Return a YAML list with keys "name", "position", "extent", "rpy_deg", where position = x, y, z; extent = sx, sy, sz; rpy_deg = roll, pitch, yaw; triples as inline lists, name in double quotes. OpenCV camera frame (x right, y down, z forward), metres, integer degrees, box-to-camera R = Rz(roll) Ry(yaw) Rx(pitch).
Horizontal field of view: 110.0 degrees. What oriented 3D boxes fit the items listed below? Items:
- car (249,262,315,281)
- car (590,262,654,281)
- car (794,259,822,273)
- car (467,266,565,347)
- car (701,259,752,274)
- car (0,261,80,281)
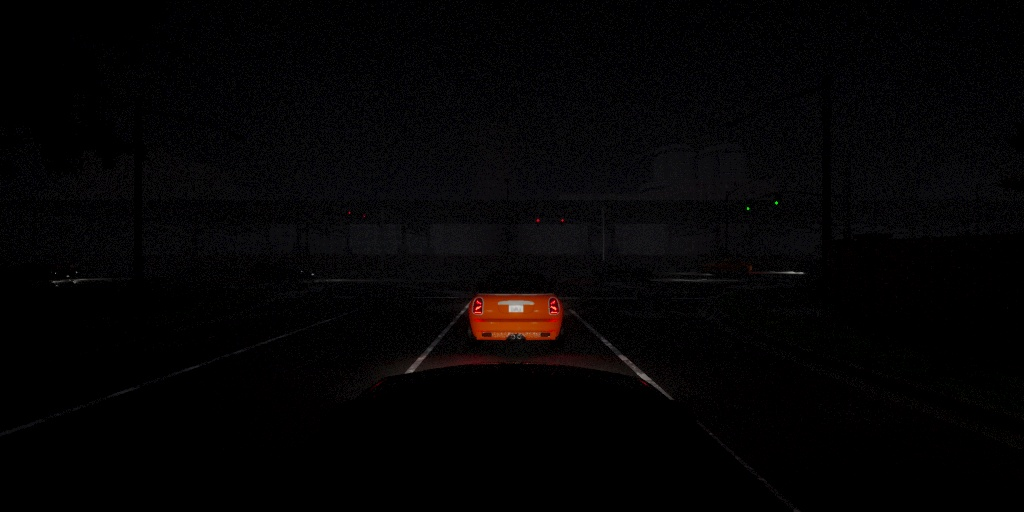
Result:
- name: "car"
  position: [-18.762, 1.242, 29.381]
  extent: [4.902, 1.511, 2.128]
  rpy_deg: [0, 0, 1]
- name: "car"
  position: [8.746, 1.210, 28.683]
  extent: [4.902, 1.511, 2.128]
  rpy_deg: [0, 0, 1]
- name: "car"
  position: [33.134, 1.065, 38.768]
  extent: [4.181, 1.385, 1.994]
  rpy_deg: [-1, 0, 1]
- name: "car"
  position: [0.083, 1.103, 9.490]
  extent: [2.097, 1.767, 4.553]
  rpy_deg: [0, 0, 0]
- name: "car"
  position: [23.224, 1.098, 39.022]
  extent: [5.008, 1.535, 1.882]
  rpy_deg: [-1, 0, 1]
- name: "car"
  position: [-39.722, 1.295, 30.001]
  extent: [5.357, 1.411, 2.033]
  rpy_deg: [0, 0, 2]
